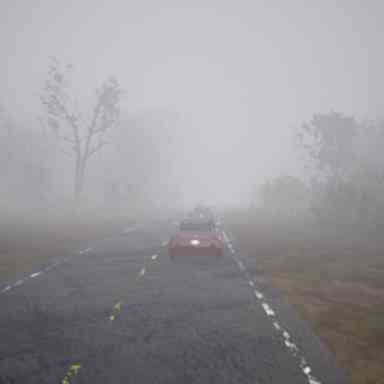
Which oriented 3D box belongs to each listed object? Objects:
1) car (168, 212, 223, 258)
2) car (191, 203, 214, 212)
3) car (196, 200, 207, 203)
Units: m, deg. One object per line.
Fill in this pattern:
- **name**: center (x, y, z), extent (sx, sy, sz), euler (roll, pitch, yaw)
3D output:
- **car**: center (0.180, 1.707, 13.377), extent (1.994, 1.385, 4.181), euler (0, -1, 2)
- **car**: center (0.869, 1.867, 28.330), extent (1.994, 1.385, 4.181), euler (0, -1, 4)
- **car**: center (1.853, 2.276, 65.876), extent (1.994, 1.385, 4.181), euler (0, -1, 9)
